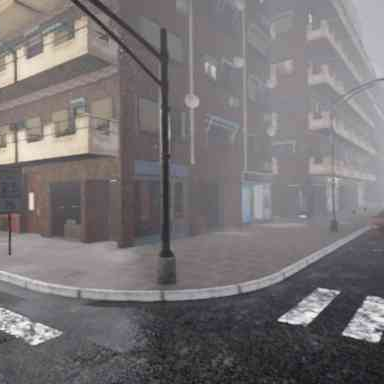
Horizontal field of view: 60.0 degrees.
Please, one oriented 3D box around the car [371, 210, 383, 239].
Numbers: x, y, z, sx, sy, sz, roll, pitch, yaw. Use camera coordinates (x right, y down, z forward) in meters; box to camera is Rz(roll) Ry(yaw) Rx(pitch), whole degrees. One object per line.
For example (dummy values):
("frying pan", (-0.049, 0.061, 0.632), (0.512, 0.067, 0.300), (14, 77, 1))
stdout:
("car", (10.091, 1.516, 16.473), (1.887, 1.381, 4.507), (-1, 0, 36))
